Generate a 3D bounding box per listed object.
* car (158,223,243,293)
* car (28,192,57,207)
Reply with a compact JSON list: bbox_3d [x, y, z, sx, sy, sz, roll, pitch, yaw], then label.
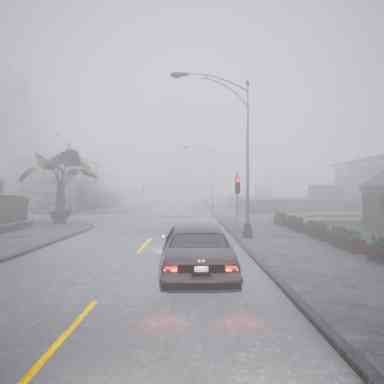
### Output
[{"bbox_3d":[0.114,1.547,8.989,2.033,1.411,5.357,0,0,-2],"label":"car"},{"bbox_3d":[-19.758,0.985,43.904,1.905,1.878,3.866,0,0,35],"label":"car"}]
